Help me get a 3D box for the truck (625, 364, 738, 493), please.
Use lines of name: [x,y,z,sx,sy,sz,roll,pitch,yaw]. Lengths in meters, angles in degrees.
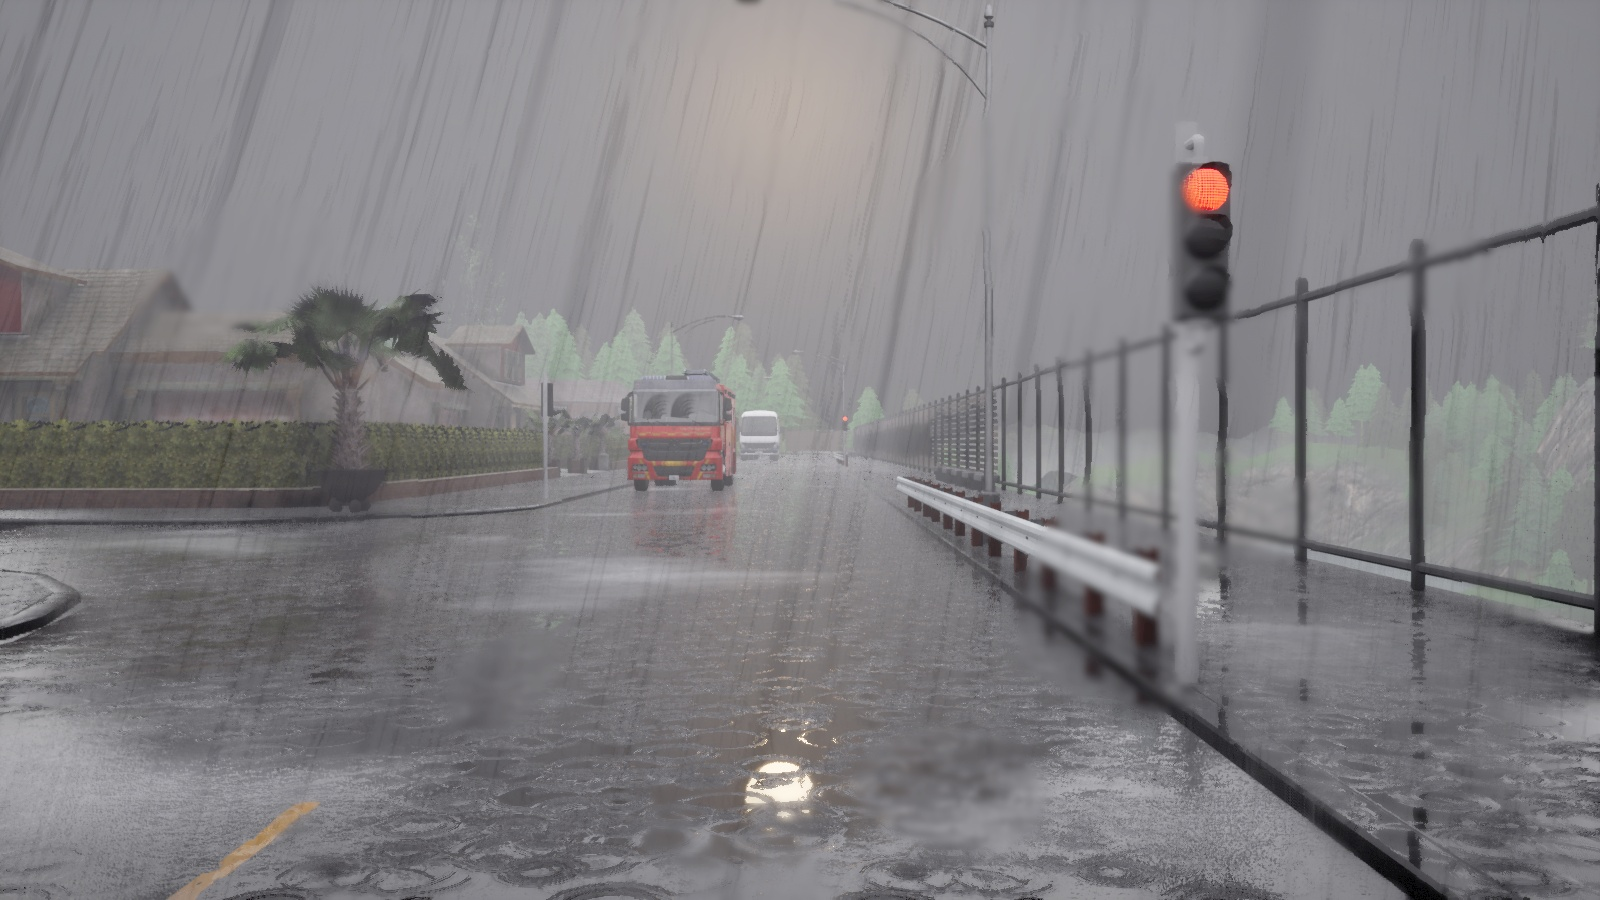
truck: [-3.747,-0.656,41.568,2.891,3.827,8.468,0,0,0]
